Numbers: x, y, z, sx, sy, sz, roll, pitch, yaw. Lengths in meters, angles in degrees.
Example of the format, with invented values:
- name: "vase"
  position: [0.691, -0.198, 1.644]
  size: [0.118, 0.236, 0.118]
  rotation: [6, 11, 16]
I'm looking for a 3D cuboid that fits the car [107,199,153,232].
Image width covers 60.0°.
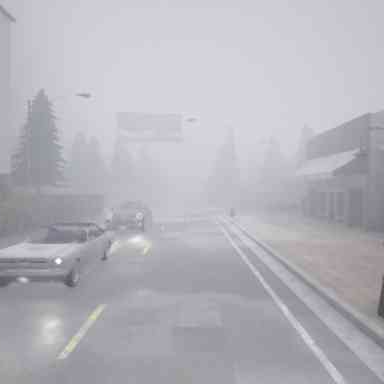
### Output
- name: "car"
  position: [-3.544, 1.265, 19.467]
  size: [2.097, 1.767, 4.553]
  rotation: [0, 0, 1]

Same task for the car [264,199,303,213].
- name: "car"
  position: [10.435, 1.503, 36.557]
  size: [4.902, 1.511, 2.128]
  rotation: [0, 0, 2]

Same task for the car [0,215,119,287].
- name: "car"
  position: [-3.588, 1.559, 9.300]
  size: [1.895, 1.301, 4.718]
  rotation: [0, 0, 0]
